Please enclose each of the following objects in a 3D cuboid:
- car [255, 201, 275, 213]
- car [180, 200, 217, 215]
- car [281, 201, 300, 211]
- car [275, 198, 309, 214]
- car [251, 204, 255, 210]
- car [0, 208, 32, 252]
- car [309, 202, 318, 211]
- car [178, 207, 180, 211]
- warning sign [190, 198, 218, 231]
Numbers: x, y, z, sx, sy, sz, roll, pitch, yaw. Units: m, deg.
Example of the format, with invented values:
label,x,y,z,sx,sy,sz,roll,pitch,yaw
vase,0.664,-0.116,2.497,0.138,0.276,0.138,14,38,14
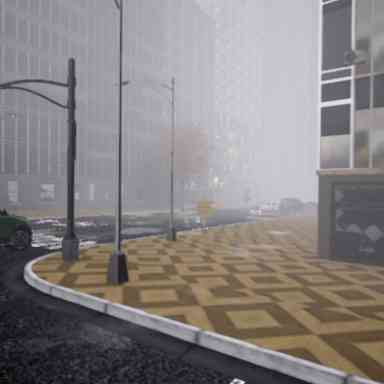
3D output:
label,x,y,z,sx,sy,sz,roll,pitch,yaw
car,11.220,2.145,47.729,1.812,1.442,4.674,1,-1,33
car,1.031,1.692,38.155,2.097,1.767,4.553,1,0,33
car,16.765,2.273,56.428,1.882,1.535,5.008,1,0,33
car,13.761,1.879,45.687,2.150,2.045,5.566,1,-1,35
car,11.325,2.245,53.982,2.033,1.411,5.357,1,0,33
car,-7.626,1.166,10.850,2.150,2.045,5.566,0,-1,7
car,19.497,2.344,54.668,1.837,1.490,4.892,1,0,33
car,0.427,1.911,43.226,2.033,1.411,5.357,1,0,33
warning sign,0.755,1.319,20.237,1.300,1.860,1.060,2,1,33
